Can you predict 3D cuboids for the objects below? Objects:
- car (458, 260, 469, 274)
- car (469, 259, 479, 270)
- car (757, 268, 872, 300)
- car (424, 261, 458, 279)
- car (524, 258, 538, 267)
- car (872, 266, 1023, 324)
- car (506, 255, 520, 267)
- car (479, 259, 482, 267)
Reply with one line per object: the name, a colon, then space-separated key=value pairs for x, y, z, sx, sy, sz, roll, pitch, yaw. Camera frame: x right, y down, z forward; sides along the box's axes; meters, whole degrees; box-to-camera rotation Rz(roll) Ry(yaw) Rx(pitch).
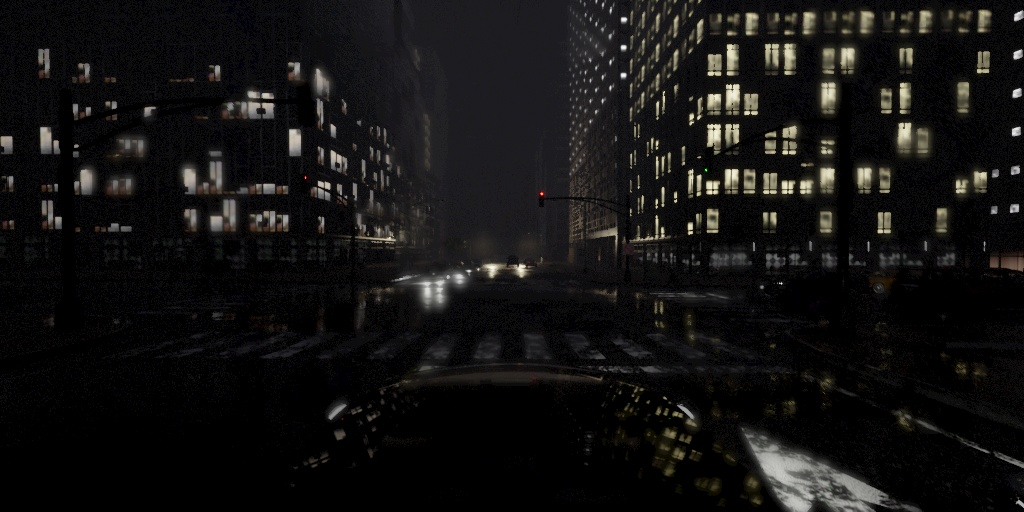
car: x=-6.505 y=1.326 z=41.633 sx=1.895 sy=1.301 sz=4.718 roll=0 pitch=0 yaw=0
car: x=-6.468 y=1.263 z=52.163 sx=2.033 sy=1.411 sz=5.357 roll=0 pitch=0 yaw=1
car: x=15.281 y=1.357 z=18.275 sx=4.902 sy=1.511 sz=2.128 roll=1 pitch=1 yaw=2
car: x=-6.529 y=1.225 z=32.352 sx=2.128 sy=1.511 sz=4.902 roll=0 pitch=0 yaw=0
car: x=3.402 y=1.229 z=63.259 sx=1.812 sy=1.442 sz=4.674 roll=0 pitch=0 yaw=0
car: x=16.216 y=1.281 z=12.444 sx=5.009 sy=1.841 sz=2.192 roll=0 pitch=0 yaw=1
car: x=0.150 y=0.925 z=62.880 sx=2.150 sy=2.045 sz=5.566 roll=0 pitch=0 yaw=0
car: x=-6.403 y=1.181 z=62.640 sx=1.882 sy=1.535 sz=5.008 roll=0 pitch=0 yaw=1
